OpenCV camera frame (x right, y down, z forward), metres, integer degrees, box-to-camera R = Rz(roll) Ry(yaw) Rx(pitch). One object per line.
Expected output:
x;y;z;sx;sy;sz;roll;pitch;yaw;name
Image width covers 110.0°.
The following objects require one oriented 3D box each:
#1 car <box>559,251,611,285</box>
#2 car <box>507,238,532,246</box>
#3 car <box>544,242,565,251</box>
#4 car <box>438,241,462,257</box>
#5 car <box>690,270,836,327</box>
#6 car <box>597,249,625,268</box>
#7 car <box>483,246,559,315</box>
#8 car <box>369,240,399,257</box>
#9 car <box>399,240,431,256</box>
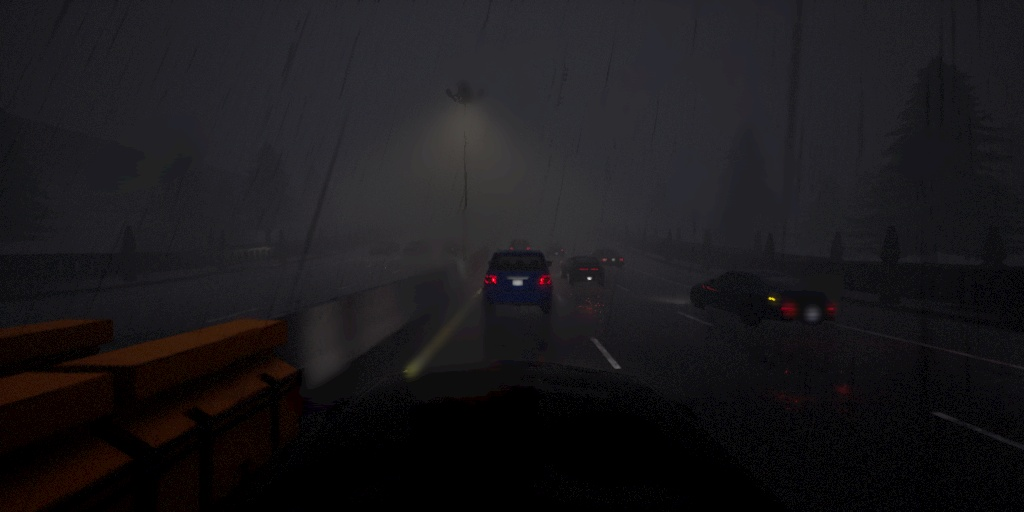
3.951;0.725;20.422;1.837;1.490;4.892;0;3;1;car
0.727;-0.735;34.184;2.150;2.045;5.566;0;6;1;car
4.267;-0.665;36.187;1.812;1.442;4.674;0;7;1;car
-6.395;-0.850;37.767;1.812;1.442;4.674;0;7;1;car
7.224;1.130;10.839;1.812;1.442;4.674;0;1;2;car
7.612;0.101;29.174;2.033;1.411;5.357;0;5;1;car
0.268;0.768;12.820;2.150;2.045;5.566;0;2;2;car
-13.393;-0.910;37.911;1.882;1.535;5.008;0;7;1;car
-9.894;-0.873;37.816;1.837;1.490;4.892;0;7;1;car
